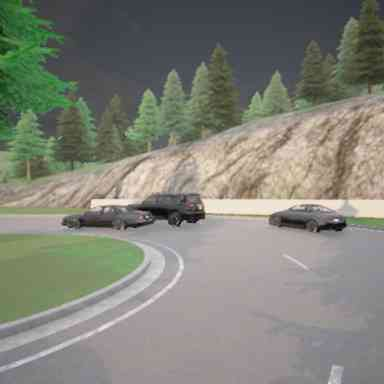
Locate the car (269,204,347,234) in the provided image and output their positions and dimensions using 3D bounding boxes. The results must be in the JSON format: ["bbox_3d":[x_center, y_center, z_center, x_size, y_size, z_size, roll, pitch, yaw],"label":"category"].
[{"bbox_3d":[6.072,1.343,17.913,1.994,1.385,4.181,-1,0,-27],"label":"car"}]

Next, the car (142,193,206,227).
[{"bbox_3d":[-1.816,1.081,21.480,5.566,2.045,2.150,-1,0,31],"label":"car"}]

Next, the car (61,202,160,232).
[{"bbox_3d":[-4.892,1.466,19.258,5.357,1.411,2.033,-1,0,19],"label":"car"}]
